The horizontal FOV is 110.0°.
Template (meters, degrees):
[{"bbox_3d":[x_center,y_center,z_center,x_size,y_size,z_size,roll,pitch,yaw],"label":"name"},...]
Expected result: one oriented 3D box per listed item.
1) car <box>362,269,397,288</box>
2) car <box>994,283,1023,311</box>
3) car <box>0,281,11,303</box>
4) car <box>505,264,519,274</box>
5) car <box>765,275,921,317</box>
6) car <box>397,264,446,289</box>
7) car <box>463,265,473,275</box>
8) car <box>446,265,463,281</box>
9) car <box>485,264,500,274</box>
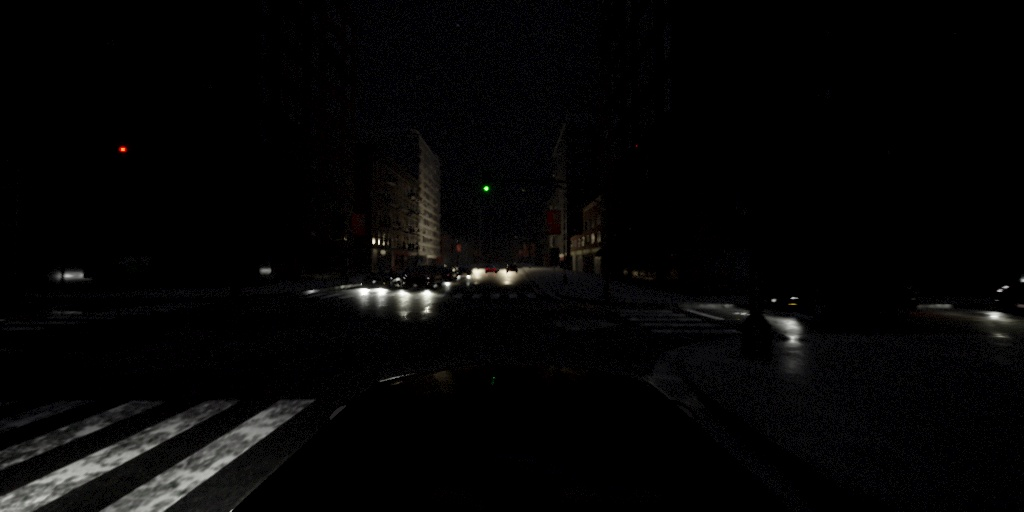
[{"bbox_3d":[-9.856,1.674,27.622,1.994,1.385,4.181,0,-1,0],"label":"car"},{"bbox_3d":[21.659,1.326,13.667,4.553,1.767,2.097,0,-1,0],"label":"car"},{"bbox_3d":[-25.378,1.531,16.062,4.313,1.339,1.948,0,0,0],"label":"car"},{"bbox_3d":[-0.014,2.012,56.641,1.837,1.490,4.892,0,-1,0],"label":"car"},{"bbox_3d":[12.453,1.461,13.690,4.892,1.490,1.837,0,-1,2],"label":"car"},{"bbox_3d":[-6.605,1.450,26.725,2.097,1.767,4.553,0,-1,0],"label":"car"},{"bbox_3d":[-6.597,1.950,50.551,1.812,1.442,4.674,0,-1,0],"label":"car"},{"bbox_3d":[-6.609,1.775,36.190,2.033,1.411,5.357,0,-1,0],"label":"car"},{"bbox_3d":[-3.264,2.114,57.085,1.895,1.301,4.718,0,-1,0],"label":"car"}]
